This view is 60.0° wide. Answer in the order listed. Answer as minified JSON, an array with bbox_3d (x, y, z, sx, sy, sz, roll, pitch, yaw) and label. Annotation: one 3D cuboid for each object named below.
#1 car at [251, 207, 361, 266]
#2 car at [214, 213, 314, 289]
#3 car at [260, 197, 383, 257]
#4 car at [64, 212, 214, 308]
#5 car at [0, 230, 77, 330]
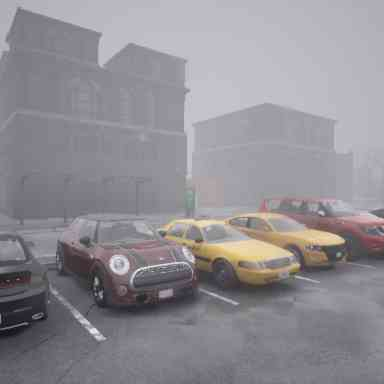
[{"bbox_3d":[2.656,1.481,11.326,2.097,1.535,5.008,0,0,-35],"label":"car"},{"bbox_3d":[0.497,1.478,9.559,1.946,1.575,5.366,0,0,-35],"label":"car"},{"bbox_3d":[4.944,1.230,12.910,2.435,2.045,5.566,0,0,-35],"label":"car"},{"bbox_3d":[-1.796,1.355,8.196,2.185,1.767,4.553,0,0,-35],"label":"car"},{"bbox_3d":[-4.145,1.481,6.481,2.231,1.521,4.892,0,0,-35],"label":"car"}]
